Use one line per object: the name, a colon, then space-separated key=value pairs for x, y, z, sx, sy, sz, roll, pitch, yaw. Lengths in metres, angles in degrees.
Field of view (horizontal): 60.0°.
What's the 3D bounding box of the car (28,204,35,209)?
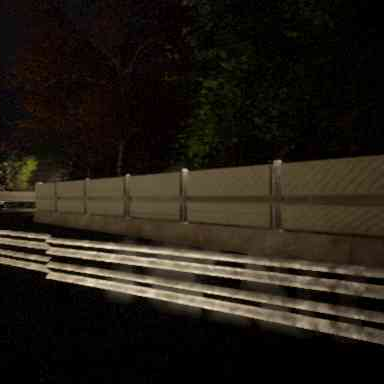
car: x=-25.864 y=2.278 z=57.144 sx=1.895 sy=1.301 sz=4.718 roll=-1 pitch=0 yaw=13
